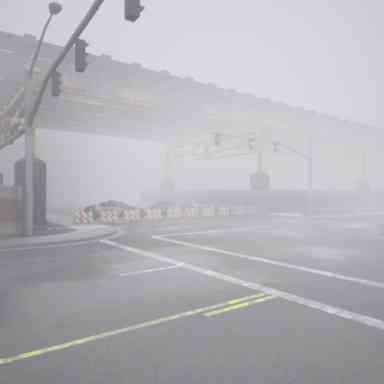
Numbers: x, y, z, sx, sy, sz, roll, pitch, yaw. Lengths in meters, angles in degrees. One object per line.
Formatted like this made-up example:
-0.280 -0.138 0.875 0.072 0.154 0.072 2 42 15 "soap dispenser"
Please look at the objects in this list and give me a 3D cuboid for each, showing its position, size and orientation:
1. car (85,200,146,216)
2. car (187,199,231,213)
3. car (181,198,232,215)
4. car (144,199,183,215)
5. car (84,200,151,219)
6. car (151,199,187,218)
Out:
-6.309 1.292 27.578 4.536 1.218 1.853 0 0 8 "car"
1.349 1.289 34.006 4.536 1.218 1.853 0 0 -7 "car"
1.400 1.446 34.013 4.974 1.542 2.038 0 0 -7 "car"
-2.496 1.290 30.304 1.853 1.218 4.536 0 0 18 "car"
-6.258 1.449 27.571 4.974 1.542 2.038 0 0 8 "car"
-2.511 1.448 30.255 2.038 1.542 4.974 0 0 18 "car"
